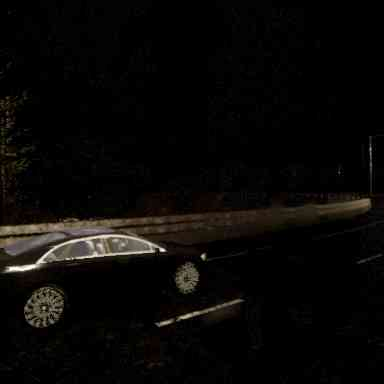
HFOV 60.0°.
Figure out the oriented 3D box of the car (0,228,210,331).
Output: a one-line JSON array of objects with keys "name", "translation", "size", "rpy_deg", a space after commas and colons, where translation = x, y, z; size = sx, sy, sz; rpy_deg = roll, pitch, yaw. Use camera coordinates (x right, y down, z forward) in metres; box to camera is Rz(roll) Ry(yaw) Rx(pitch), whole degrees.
[{"name": "car", "translation": [-1.829, 1.508, 6.975], "size": [4.902, 1.511, 2.128], "rpy_deg": [0, 0, -37]}]
